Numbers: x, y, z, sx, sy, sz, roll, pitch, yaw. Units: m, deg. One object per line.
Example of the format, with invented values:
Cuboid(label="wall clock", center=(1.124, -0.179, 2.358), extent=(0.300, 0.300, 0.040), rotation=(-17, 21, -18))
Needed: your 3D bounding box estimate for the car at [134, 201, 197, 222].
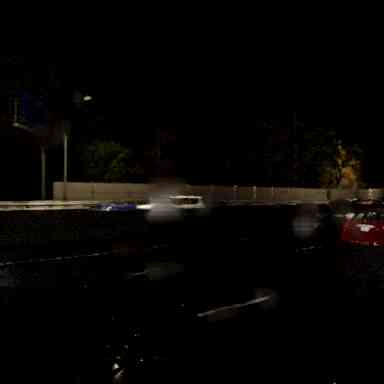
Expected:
Cuboid(label="car", center=(-2.174, 1.584, 28.236), extent=(5.008, 1.535, 1.882), rotation=(1, 0, -35))

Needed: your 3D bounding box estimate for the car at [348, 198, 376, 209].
Cuboid(label="car", center=(27.359, 1.811, 53.533), extent=(4.553, 1.767, 2.097), rotation=(1, 0, -35))

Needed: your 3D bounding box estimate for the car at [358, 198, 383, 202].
Cuboid(label="car", center=(23.859, 1.860, 42.461), extent=(4.902, 1.511, 2.128), rotation=(1, 0, -35))

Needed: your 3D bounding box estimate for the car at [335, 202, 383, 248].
Cuboid(label="car", center=(8.380, 1.463, 14.028), extent=(4.553, 1.767, 2.097), rotation=(1, 0, -36))

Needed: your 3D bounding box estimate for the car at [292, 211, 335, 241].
Cuboid(label="car", center=(7.181, 1.682, 17.469), extent=(4.181, 1.385, 1.994), rotation=(1, 0, -36))

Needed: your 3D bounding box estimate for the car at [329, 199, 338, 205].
Cuboid(label="car", center=(25.192, 1.934, 56.281), extent=(5.008, 1.535, 1.882), rotation=(1, 0, -35))

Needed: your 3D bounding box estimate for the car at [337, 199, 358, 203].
Cuboid(label="car", center=(22.422, 1.938, 45.715), extent=(4.181, 1.385, 1.994), rotation=(1, 0, -35))

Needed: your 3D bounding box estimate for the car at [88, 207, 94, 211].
Cuboid(label="car", center=(-8.042, 1.652, 32.648), extent=(4.181, 1.385, 1.994), rotation=(1, 0, -35))

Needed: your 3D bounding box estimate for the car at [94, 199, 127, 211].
Cuboid(label="car", center=(-5.934, 1.441, 29.854), extent=(4.553, 1.767, 2.097), rotation=(1, 0, -35))

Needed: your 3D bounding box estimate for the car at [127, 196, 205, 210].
Cuboid(label="car", center=(-1.535, 1.315, 24.396), extent=(5.566, 2.045, 2.150), rotation=(1, 0, -35))
